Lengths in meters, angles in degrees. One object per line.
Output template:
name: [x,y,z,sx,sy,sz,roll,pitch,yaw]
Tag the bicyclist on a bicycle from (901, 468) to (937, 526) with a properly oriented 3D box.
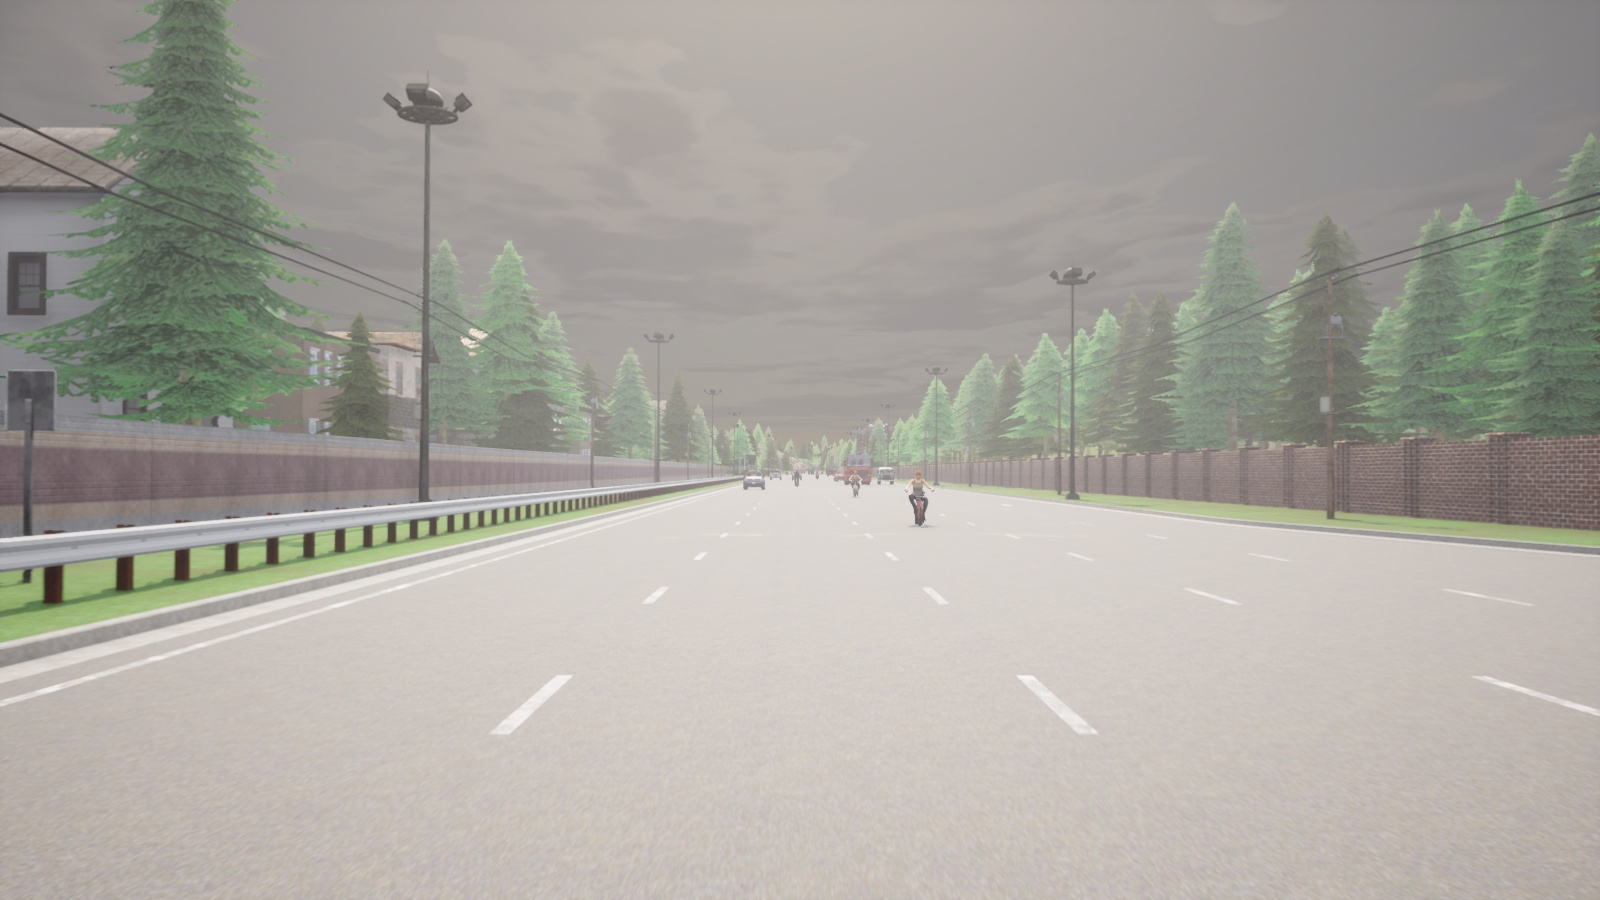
bicyclist on a bicycle: [3.404,1.338,35.901,0.866,1.612,1.509,0,-1,0]
